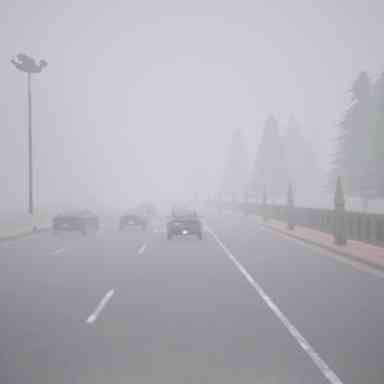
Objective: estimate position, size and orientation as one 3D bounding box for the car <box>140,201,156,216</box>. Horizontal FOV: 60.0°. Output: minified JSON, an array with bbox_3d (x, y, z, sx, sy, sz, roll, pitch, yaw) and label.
[{"bbox_3d":[-5.413,1.888,39.600,2.097,1.767,4.553,-1,-1,-8],"label":"car"}]

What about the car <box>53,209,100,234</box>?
[{"bbox_3d":[-7.541,1.848,22.100,1.882,1.535,5.008,-1,-1,-2],"label":"car"}]

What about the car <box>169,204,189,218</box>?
[{"bbox_3d":[-1.445,2.040,36.553,1.895,1.301,4.718,-1,-1,-6],"label":"car"}]

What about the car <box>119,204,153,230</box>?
[{"bbox_3d":[-4.121,1.867,24.212,1.812,1.442,4.674,-1,-1,-2],"label":"car"}]

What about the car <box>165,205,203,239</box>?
[{"bbox_3d":[-0.427,1.728,18.753,1.837,1.490,4.892,-1,0,-2],"label":"car"}]
